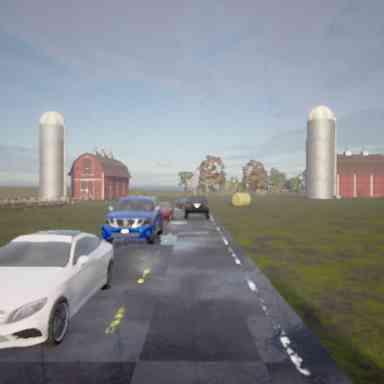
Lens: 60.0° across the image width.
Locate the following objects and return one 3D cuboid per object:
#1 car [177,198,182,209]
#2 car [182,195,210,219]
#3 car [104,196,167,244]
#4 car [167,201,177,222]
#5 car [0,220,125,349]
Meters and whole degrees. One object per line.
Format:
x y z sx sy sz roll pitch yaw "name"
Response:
-1.167 1.587 46.002 1.837 1.490 4.892 0 0 -12 "car"
0.414 1.274 30.193 2.150 2.045 5.566 0 0 0 "car"
-2.664 1.232 16.208 2.150 2.045 5.566 0 0 1 "car"
-2.501 1.509 26.648 1.882 1.535 5.008 0 0 1 "car"
-2.788 1.522 6.455 1.812 1.442 4.674 0 0 1 "car"
